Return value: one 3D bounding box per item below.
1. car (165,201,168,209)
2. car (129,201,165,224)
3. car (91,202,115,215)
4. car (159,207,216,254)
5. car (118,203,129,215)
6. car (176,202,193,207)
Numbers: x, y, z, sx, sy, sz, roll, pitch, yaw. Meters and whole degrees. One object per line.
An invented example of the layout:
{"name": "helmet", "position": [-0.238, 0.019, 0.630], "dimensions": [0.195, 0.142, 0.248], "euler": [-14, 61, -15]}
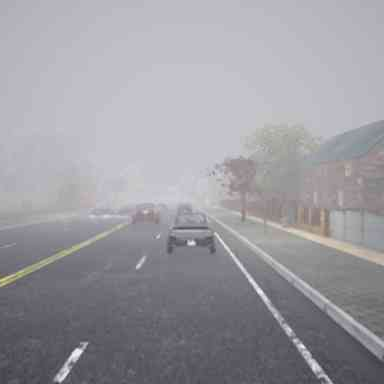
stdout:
{"name": "car", "position": [-4.860, 2.113, 53.693], "dimensions": [1.812, 1.442, 4.674], "euler": [0, -1, -4]}
{"name": "car", "position": [-3.640, 1.655, 27.597], "dimensions": [2.097, 1.767, 4.553], "euler": [0, -1, -2]}
{"name": "car", "position": [-10.763, 1.989, 40.312], "dimensions": [1.812, 1.442, 4.674], "euler": [0, -1, -2]}
{"name": "car", "position": [-0.056, 1.646, 14.323], "dimensions": [2.128, 1.511, 4.902], "euler": [0, 0, -1]}
{"name": "car", "position": [-7.482, 2.007, 39.415], "dimensions": [1.994, 1.385, 4.181], "euler": [0, -1, -2]}
{"name": "car", "position": [-0.910, 1.942, 40.907], "dimensions": [1.837, 1.490, 4.892], "euler": [0, -1, -3]}
